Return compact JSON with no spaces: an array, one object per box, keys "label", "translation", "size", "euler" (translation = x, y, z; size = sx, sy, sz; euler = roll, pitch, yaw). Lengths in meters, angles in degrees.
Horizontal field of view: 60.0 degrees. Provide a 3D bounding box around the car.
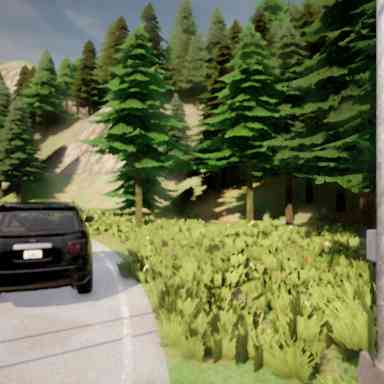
[{"label":"car","translation":[-3.771,1.237,8.587],"size":[2.150,2.045,5.566],"euler":[0,0,-19]}]
